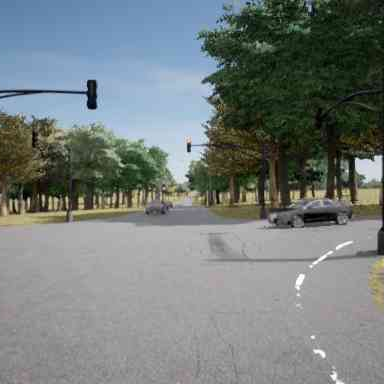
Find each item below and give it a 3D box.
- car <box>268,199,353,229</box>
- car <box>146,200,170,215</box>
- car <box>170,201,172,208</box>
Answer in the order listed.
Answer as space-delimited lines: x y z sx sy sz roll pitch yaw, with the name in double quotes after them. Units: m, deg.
6.641 1.145 18.717 4.902 1.511 2.128 -2 -1 -17 "car"
-4.181 1.717 39.483 2.097 1.767 4.553 0 -1 0 "car"
-4.373 2.138 49.727 1.895 1.301 4.718 0 -1 -1 "car"
